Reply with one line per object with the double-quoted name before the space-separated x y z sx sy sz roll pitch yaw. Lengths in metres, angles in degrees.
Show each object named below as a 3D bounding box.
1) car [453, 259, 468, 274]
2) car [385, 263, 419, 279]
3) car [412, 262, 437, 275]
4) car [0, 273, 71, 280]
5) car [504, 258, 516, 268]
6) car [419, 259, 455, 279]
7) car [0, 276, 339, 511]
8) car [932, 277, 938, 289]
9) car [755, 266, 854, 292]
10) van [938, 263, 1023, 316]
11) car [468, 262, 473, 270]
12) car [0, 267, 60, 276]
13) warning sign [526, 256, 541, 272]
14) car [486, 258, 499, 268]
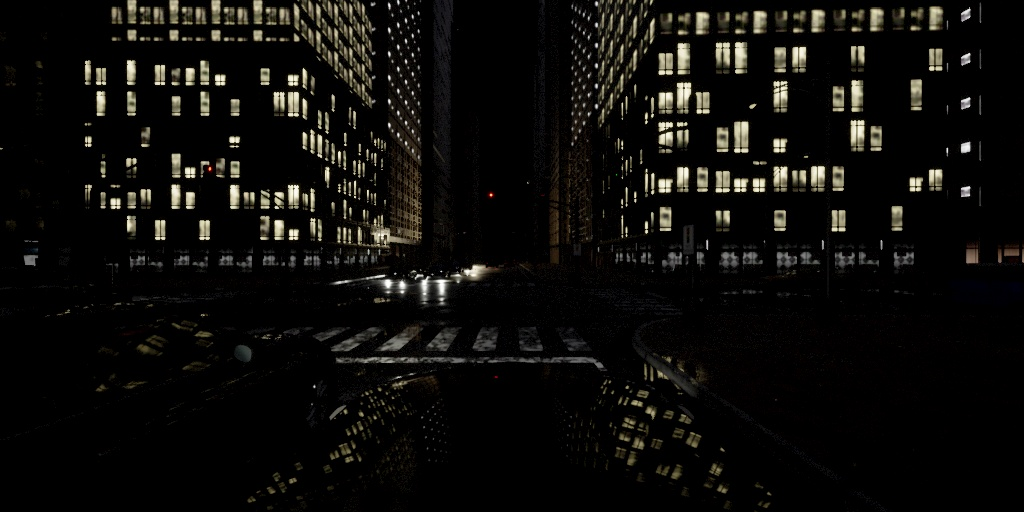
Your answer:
"car" -6.861 1.277 42.811 1.882 1.535 5.008 0 0 0
"car" -10.048 1.343 32.782 1.994 1.385 4.181 0 0 0
"car" -10.097 1.360 41.690 1.994 1.385 4.181 0 0 0
"car" -9.719 1.242 6.305 2.128 1.511 4.902 0 0 0
"car" -0.396 1.426 63.814 1.994 1.385 4.181 0 0 0
"car" -6.797 1.305 32.938 1.812 1.442 4.674 0 0 0
"car" -3.155 1.102 2.543 2.097 1.767 4.553 0 0 0
"car" 26.803 1.357 20.502 4.207 1.307 1.802 0 0 2
"car" 16.966 1.293 20.923 4.829 1.417 1.751 0 0 2
"van" 18.289 1.119 12.760 3.998 1.789 1.690 0 0 2
"car" -6.912 1.389 52.790 1.994 1.385 4.181 0 0 0
"car" -22.216 1.262 16.375 4.892 1.490 1.837 0 0 0
"warning sign" 2.601 0.910 40.818 1.300 1.860 1.060 0 0 0
"car" -3.540 1.213 63.634 2.097 1.767 4.553 0 0 -1
